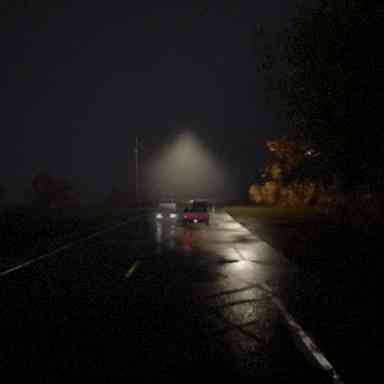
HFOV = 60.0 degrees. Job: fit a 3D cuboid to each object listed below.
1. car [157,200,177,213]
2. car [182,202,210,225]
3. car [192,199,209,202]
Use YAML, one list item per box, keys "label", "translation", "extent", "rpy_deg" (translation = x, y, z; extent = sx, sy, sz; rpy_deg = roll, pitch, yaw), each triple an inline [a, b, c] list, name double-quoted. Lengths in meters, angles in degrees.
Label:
- label: "car"
  translation: [-2.841, 1.615, 38.565]
  extent: [1.812, 1.442, 4.674]
  rpy_deg: [0, 0, 3]
- label: "car"
  translation: [0.293, 1.660, 24.409]
  extent: [1.895, 1.301, 4.718]
  rpy_deg: [0, 0, 1]
- label: "car"
  translation: [1.047, 1.586, 41.716]
  extent: [2.128, 1.511, 4.902]
  rpy_deg: [0, 0, 3]
